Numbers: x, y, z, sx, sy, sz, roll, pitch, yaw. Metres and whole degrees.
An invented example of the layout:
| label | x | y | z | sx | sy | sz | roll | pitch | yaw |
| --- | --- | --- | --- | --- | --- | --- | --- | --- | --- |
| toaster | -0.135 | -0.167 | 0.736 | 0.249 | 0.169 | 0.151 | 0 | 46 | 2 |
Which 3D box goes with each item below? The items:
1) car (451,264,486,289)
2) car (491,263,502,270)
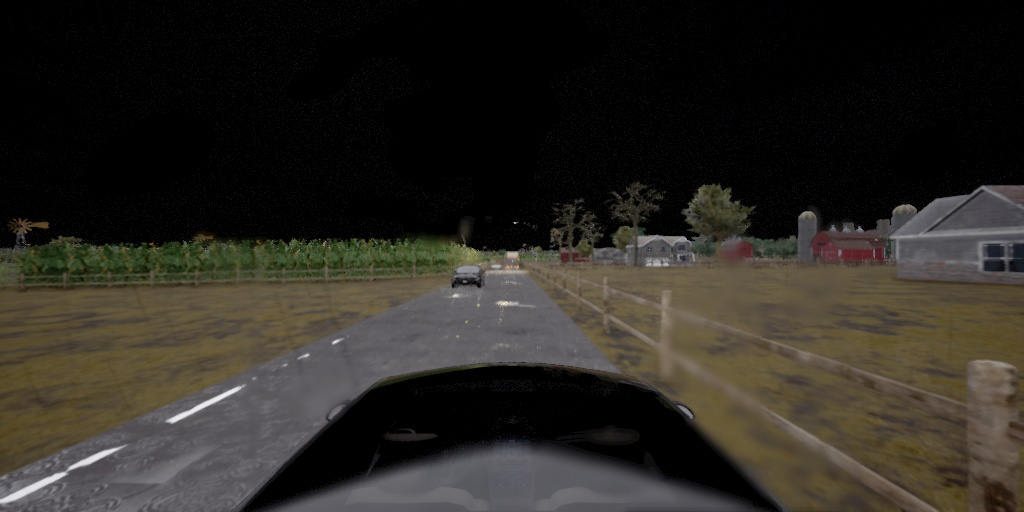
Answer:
| label | x | y | z | sx | sy | sz | roll | pitch | yaw |
| --- | --- | --- | --- | --- | --- | --- | --- | --- | --- |
| car | -2.849 | 1.311 | 24.176 | 1.882 | 1.535 | 5.008 | 0 | 0 | 0 |
| car | -2.771 | 1.898 | 65.152 | 1.895 | 1.301 | 4.718 | 0 | -1 | 1 |
